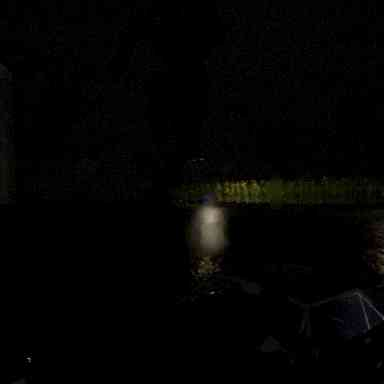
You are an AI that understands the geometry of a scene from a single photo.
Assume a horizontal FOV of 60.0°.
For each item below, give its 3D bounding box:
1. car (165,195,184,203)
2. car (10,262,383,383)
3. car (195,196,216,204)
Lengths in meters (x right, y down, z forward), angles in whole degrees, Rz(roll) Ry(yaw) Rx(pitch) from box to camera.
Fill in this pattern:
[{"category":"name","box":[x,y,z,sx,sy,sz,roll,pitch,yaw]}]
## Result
[{"category":"car","box":[-3.613,1.432,67.951,1.837,1.490,4.892,-1,1,-36]},{"category":"car","box":[0.732,1.583,3.591,4.718,1.301,1.895,0,0,-35]},{"category":"car","box":[2.463,1.408,59.755,1.812,1.442,4.674,-1,1,-36]}]
